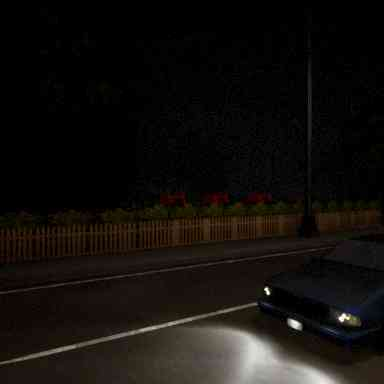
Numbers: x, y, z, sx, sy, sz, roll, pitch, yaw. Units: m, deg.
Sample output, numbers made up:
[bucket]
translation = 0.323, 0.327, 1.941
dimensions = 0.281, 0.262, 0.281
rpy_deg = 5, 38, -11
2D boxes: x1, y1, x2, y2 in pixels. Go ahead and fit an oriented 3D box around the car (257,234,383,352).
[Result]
[car]
translation = 3.766, 1.547, 6.268
dimensions = 5.357, 1.411, 2.033
rpy_deg = 0, 0, -32
